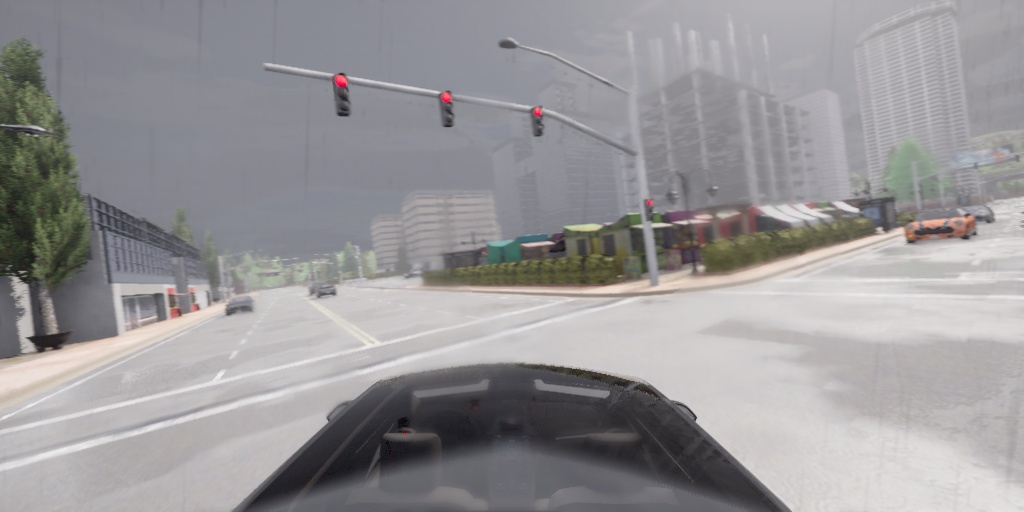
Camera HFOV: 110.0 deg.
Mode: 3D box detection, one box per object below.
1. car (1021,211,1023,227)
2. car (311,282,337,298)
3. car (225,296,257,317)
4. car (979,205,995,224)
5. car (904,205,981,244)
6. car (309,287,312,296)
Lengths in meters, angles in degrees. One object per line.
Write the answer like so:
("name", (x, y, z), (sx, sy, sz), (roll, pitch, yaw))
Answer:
("car", (24.449, -1.792, 15.967), (4.674, 1.442, 1.812), (-7, 0, -34))
("car", (-21.369, 3.948, 41.208), (2.128, 1.511, 4.902), (-7, 0, -32))
("car", (-23.281, 4.236, 30.921), (2.033, 1.411, 5.357), (-7, 0, -32))
("car", (35.630, -3.166, 27.692), (5.357, 1.411, 2.033), (-7, 0, -33))
("car", (22.555, -1.727, 18.915), (4.553, 1.767, 2.097), (-7, 0, -34))
("car", (-27.908, 4.635, 51.530), (2.097, 1.767, 4.553), (-7, 0, -32))
